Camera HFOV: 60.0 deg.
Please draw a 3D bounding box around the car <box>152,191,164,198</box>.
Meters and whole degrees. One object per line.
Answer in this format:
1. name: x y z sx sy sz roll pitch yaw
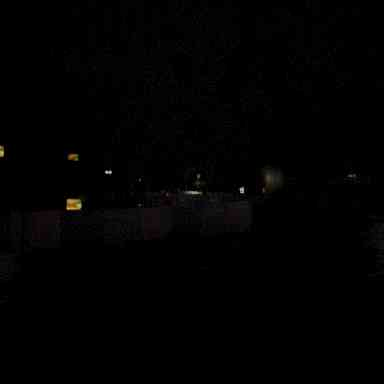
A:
1. car: -6.441 0.618 61.680 1.812 1.442 4.674 1 1 -21
